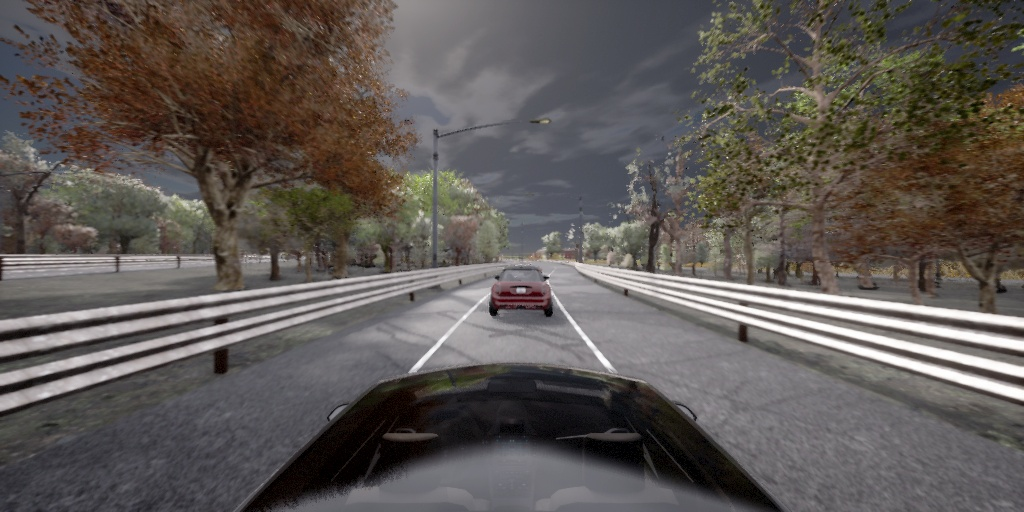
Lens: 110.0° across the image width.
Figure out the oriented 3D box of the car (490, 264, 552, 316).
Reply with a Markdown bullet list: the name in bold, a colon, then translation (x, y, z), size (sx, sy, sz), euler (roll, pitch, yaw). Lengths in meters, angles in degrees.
- **car**: translation (0.375, 1.170, 13.955), size (2.097, 1.767, 4.553), euler (0, 0, 2)

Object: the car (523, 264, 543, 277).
- **car**: translation (2.438, 1.592, 39.917), size (1.895, 1.301, 4.718), euler (0, 0, 7)
